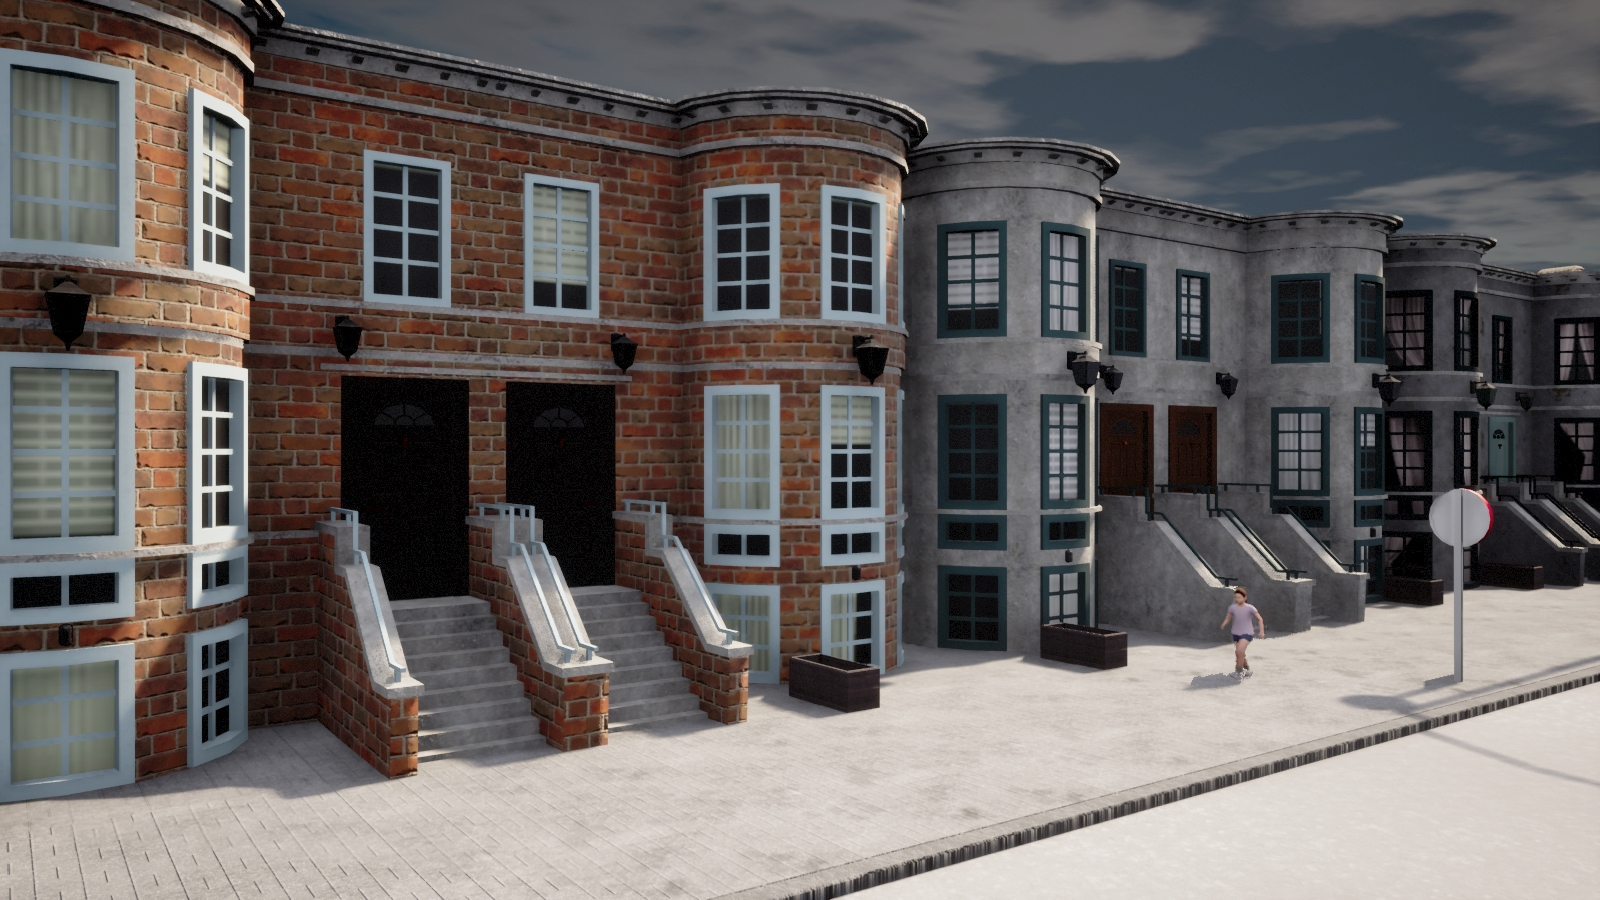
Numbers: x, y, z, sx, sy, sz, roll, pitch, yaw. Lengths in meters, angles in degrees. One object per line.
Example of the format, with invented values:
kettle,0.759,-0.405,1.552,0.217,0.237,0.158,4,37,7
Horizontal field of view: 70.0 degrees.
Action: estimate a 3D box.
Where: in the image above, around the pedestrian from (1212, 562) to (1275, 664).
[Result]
pedestrian,5.227,1.904,13.470,0.500,1.100,0.500,0,0,-37
